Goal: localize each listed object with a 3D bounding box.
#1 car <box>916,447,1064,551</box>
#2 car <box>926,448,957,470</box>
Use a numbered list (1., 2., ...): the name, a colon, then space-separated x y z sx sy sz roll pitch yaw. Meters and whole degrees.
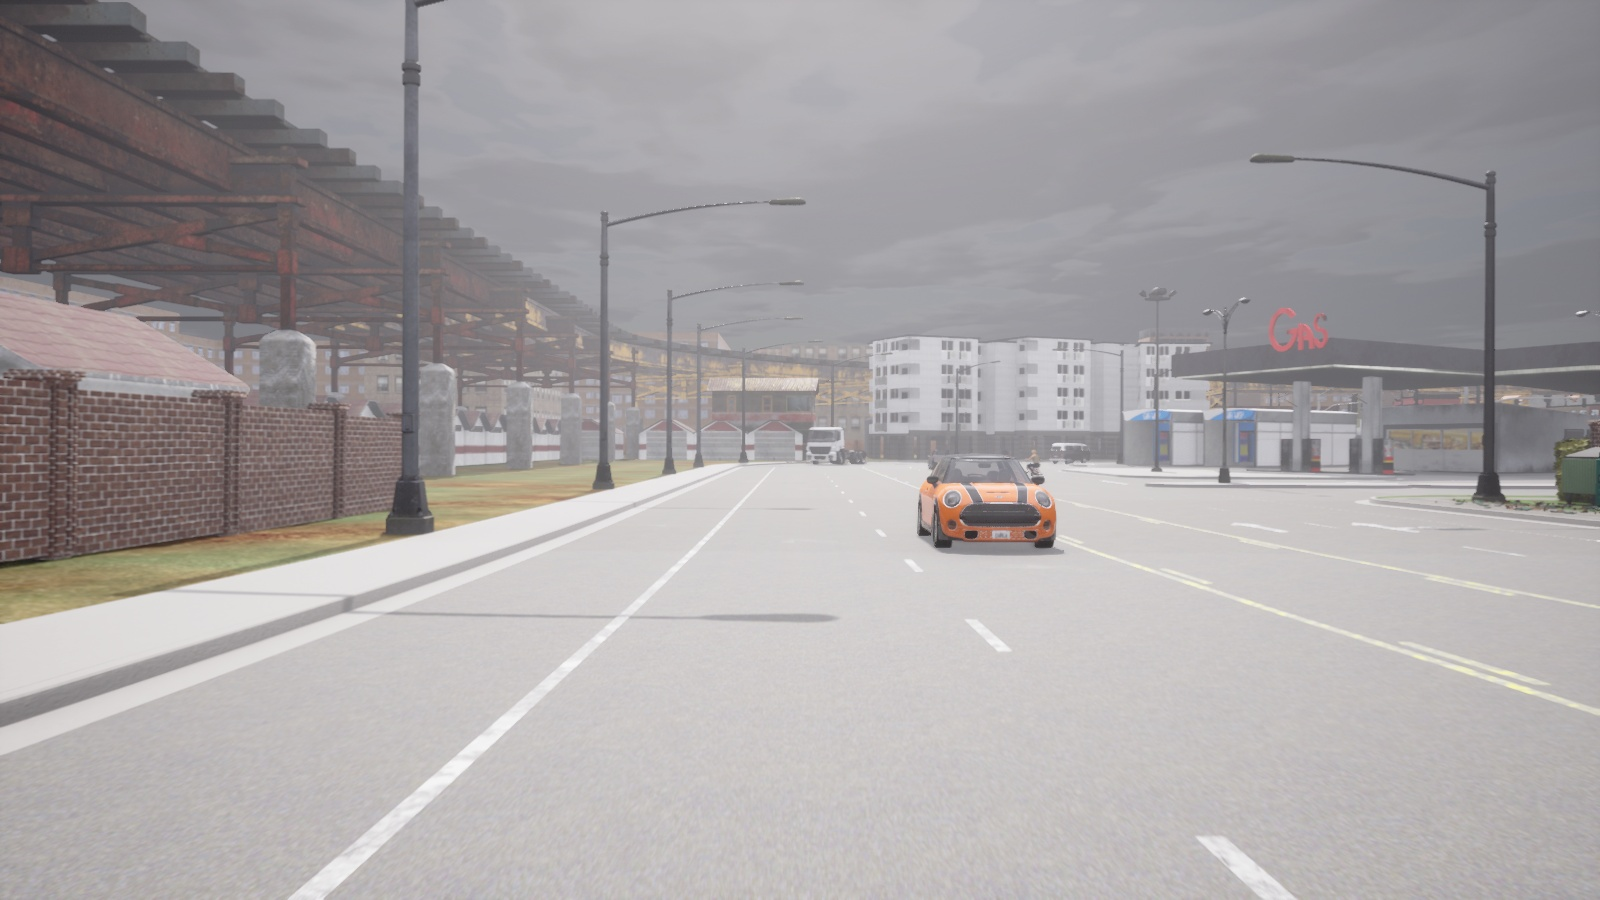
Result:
1. car: 3.447 0.838 23.696 2.097 1.767 4.553 0 0 0
2. car: 10.292 0.637 91.804 1.845 1.501 3.633 0 0 0
